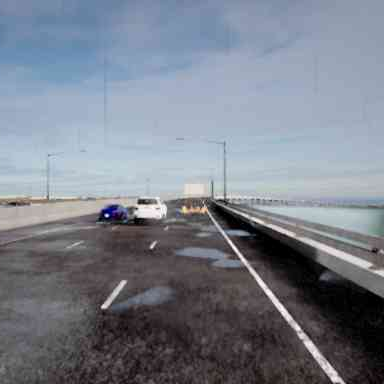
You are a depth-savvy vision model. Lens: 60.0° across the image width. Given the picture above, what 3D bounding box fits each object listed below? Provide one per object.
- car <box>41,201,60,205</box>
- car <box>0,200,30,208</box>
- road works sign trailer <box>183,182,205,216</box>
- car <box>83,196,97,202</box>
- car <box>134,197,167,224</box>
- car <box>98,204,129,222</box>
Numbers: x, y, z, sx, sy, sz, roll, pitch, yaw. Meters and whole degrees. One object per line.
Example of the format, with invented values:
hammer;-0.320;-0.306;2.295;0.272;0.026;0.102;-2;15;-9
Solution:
car;-17.298;1.844;40.687;1.994;1.385;4.181;0;0;1
car;-20.823;1.774;39.010;1.837;1.490;4.892;0;0;1
road works sign trailer;0.222;0.717;36.618;2.380;3.560;2.880;0;0;1
car;-23.475;1.735;76.891;2.097;1.767;4.553;0;0;1
car;-3.277;1.409;26.908;2.150;2.045;5.566;0;0;1
car;-6.758;1.725;28.805;1.812;1.442;4.674;0;0;1
